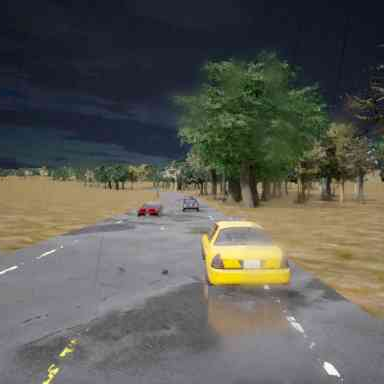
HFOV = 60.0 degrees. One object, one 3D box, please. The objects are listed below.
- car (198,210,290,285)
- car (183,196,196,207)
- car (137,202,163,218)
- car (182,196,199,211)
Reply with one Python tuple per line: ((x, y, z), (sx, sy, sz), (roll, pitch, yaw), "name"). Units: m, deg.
((1.219, 1.448, 9.354), (1.801, 1.575, 5.366), (0, 0, 0), "car")
((-0.350, 1.373, 48.788), (1.812, 1.442, 4.674), (0, 0, -1), "car")
((-3.629, 1.543, 29.186), (1.895, 1.301, 4.718), (0, 0, -1), "car")
((-0.141, 1.450, 38.206), (2.033, 1.411, 5.357), (0, 0, -1), "car")
